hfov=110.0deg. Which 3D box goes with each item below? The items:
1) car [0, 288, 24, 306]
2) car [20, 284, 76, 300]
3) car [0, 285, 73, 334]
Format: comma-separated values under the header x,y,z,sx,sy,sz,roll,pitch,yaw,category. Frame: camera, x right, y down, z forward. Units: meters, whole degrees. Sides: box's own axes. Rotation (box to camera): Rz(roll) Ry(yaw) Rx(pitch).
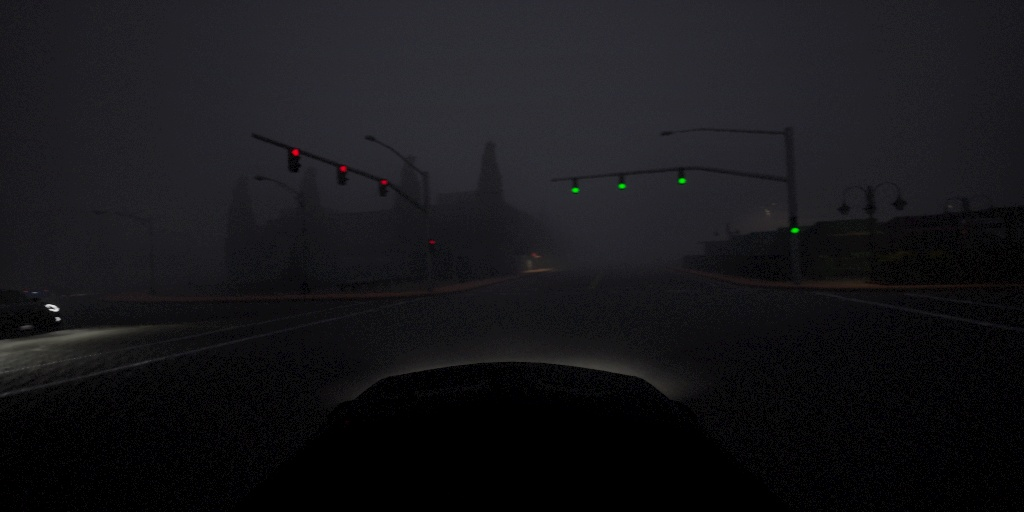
x,y,z,sx,sy,sz,roll,pitch,yaw,category
-44.286,3.550,30.823,1.895,1.301,4.718,-2,-1,-43,car
-50.293,3.853,38.969,1.994,1.385,4.181,-2,-1,-25,car
-19.469,2.057,13.331,4.553,1.767,2.097,-3,-1,15,car
